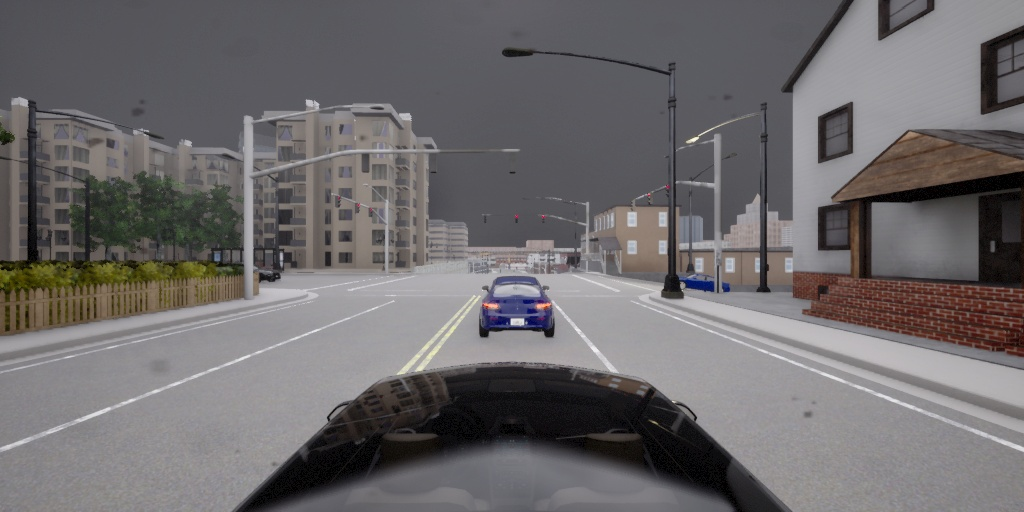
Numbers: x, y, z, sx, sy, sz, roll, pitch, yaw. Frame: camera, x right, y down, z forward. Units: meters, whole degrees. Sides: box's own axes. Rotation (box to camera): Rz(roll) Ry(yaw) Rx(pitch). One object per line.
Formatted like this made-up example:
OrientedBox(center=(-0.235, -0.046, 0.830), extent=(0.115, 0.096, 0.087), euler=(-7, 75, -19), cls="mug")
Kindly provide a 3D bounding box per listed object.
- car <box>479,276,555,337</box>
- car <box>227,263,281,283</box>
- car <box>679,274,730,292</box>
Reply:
OrientedBox(center=(0.112, 1.276, 10.145), extent=(1.812, 1.442, 4.674), euler=(0, 0, 0), cls="car")
OrientedBox(center=(-19.880, 1.255, 26.647), extent=(4.892, 1.490, 1.837), euler=(0, 0, 1), cls="car")
OrientedBox(center=(15.384, 2.209, 29.825), extent=(5.008, 1.535, 1.882), euler=(9, 0, 1), cls="car")
